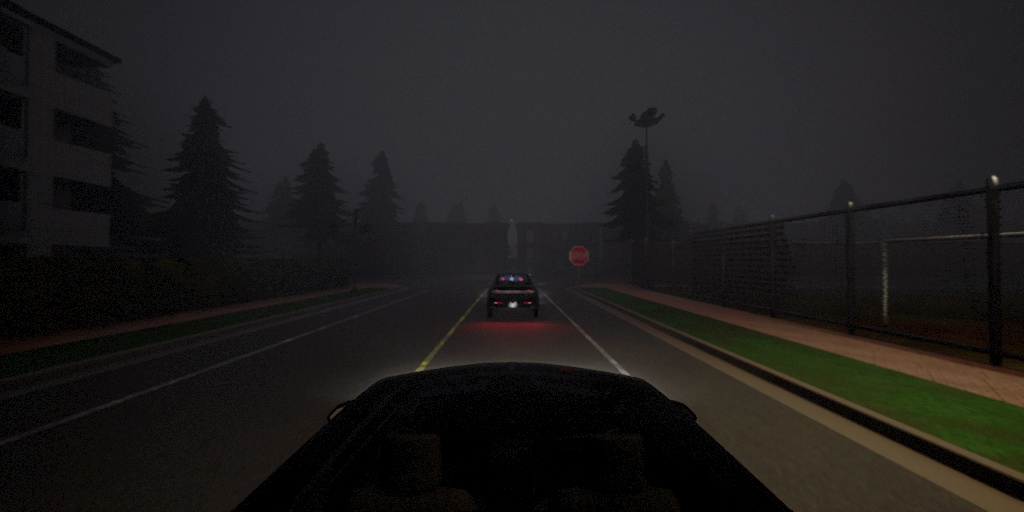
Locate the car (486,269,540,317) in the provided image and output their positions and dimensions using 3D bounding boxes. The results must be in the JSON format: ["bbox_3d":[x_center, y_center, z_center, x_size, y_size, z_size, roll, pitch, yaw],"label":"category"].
[{"bbox_3d":[0.047,1.410,14.003,2.128,1.511,4.902,0,-1,0],"label":"car"}]
